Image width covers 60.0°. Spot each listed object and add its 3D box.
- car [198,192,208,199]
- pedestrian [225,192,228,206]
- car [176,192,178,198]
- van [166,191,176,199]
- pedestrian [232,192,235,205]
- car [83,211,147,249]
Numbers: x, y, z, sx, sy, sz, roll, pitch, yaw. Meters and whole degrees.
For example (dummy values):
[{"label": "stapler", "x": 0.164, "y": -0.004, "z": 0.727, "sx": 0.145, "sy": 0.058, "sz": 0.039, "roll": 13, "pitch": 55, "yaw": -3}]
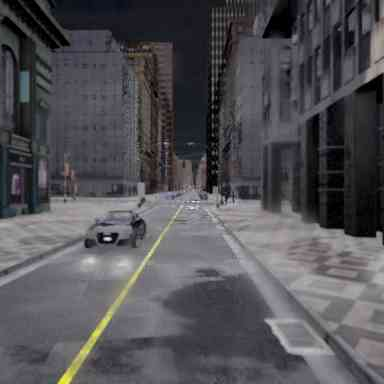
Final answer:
[{"label": "car", "x": 2.978, "y": 1.133, "z": 82.631, "sx": 1.947, "sy": 1.339, "sz": 4.313, "roll": 0, "pitch": 0, "yaw": 0}, {"label": "pedestrian", "x": 4.682, "y": 0.950, "z": 45.143, "sx": 0.375, "sy": 1.860, "sz": 0.375, "roll": 0, "pitch": 0, "yaw": 0}, {"label": "car", "x": -5.504, "y": 1.111, "z": 88.344, "sx": 1.802, "sy": 1.307, "sz": 4.206, "roll": 0, "pitch": 0, "yaw": 0}, {"label": "van", "x": -5.547, "y": 0.908, "z": 82.694, "sx": 1.690, "sy": 1.788, "sz": 3.998, "roll": 0, "pitch": 0, "yaw": 0}, {"label": "pedestrian", "x": 5.682, "y": 0.837, "z": 45.742, "sx": 0.375, "sy": 1.860, "sz": 0.375, "roll": 0, "pitch": 0, "yaw": 0}, {"label": "car", "x": -3.087, "y": 1.507, "z": 14.129, "sx": 1.994, "sy": 1.385, "sz": 4.181, "roll": 0, "pitch": 0, "yaw": 0}]
